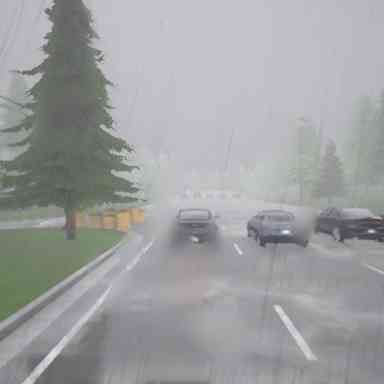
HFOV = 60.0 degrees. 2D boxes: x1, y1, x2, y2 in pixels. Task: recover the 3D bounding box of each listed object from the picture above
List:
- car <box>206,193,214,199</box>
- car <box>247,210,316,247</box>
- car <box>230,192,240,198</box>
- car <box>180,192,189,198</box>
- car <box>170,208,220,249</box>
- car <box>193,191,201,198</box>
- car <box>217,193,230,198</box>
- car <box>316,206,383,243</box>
[{"bbox_3d":[4.937,1.014,90.223,2.128,1.511,4.902,0,0,1],"label":"car"},{"bbox_3d":[3.633,1.481,14.682,1.994,1.385,4.181,0,0,1],"label":"car"},{"bbox_3d":[11.951,0.984,90.927,1.837,1.490,4.892,0,0,1],"label":"car"},{"bbox_3d":[-2.062,0.987,90.353,1.837,1.490,4.892,0,0,1],"label":"car"},{"bbox_3d":[0.123,1.425,14.177,1.837,1.490,4.892,0,0,1],"label":"car"},{"bbox_3d":[1.454,0.708,91.149,2.150,2.045,5.566,0,0,1],"label":"car"},{"bbox_3d":[8.445,1.081,90.606,1.895,1.301,4.718,0,0,1],"label":"car"},{"bbox_3d":[7.153,1.389,15.638,1.882,1.535,5.008,0,0,1],"label":"car"}]
